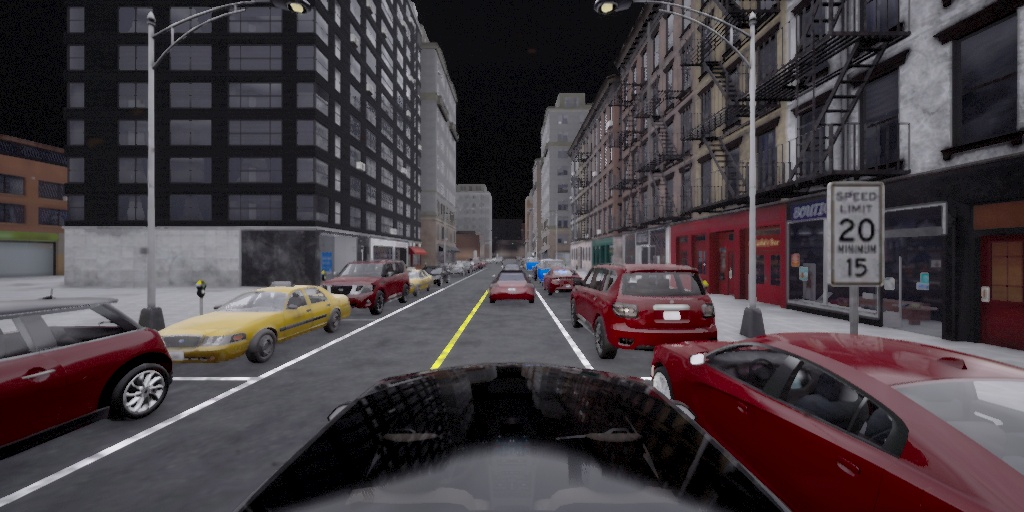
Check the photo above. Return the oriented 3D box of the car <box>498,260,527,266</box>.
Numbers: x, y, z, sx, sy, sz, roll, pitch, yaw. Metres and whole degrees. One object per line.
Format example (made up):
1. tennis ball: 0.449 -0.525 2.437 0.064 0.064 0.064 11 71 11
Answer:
1. car: 0.000 1.318 31.499 1.994 1.385 4.181 0 0 0

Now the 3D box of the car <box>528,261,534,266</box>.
1. car: 2.638 1.311 29.937 1.948 1.339 4.313 0 0 0

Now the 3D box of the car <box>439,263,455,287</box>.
1. car: -5.388 1.312 24.527 1.948 1.339 4.313 0 0 0

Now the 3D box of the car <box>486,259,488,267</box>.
1. car: -5.387 1.175 56.984 1.967 1.591 4.097 0 0 0

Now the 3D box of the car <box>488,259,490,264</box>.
1. car: -5.387 1.173 62.393 1.967 1.591 4.097 0 0 0

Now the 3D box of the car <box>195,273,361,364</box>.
1. car: -5.388 1.274 8.128 1.751 1.417 4.829 0 0 0

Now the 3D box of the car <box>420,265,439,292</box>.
1. car: -5.388 1.273 18.947 1.751 1.417 4.829 0 0 0

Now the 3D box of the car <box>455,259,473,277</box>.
1. car: -5.387 1.293 35.346 2.007 1.370 4.403 0 0 0

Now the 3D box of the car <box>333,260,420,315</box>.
1. car: -5.388 1.063 13.708 2.192 1.841 5.009 0 0 0

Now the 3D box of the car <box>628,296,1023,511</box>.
1. car: 2.638 1.294 2.889 1.888 1.381 4.507 0 0 0

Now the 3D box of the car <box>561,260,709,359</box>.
1. car: 2.638 1.063 8.298 2.192 1.841 5.009 0 0 0

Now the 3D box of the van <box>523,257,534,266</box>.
1. van: 2.638 1.080 46.165 1.690 1.789 3.998 0 0 0

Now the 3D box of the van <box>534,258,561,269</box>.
1. van: 2.638 1.087 24.528 1.690 1.789 3.998 0 0 0

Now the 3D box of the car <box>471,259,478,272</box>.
1. car: -5.387 1.307 40.756 1.948 1.339 4.313 0 0 0

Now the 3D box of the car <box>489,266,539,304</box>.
1. car: 0.000 1.321 16.499 1.994 1.385 4.181 0 0 0

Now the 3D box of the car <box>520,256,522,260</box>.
1. car: 2.638 1.175 56.984 1.967 1.591 4.097 0 0 0

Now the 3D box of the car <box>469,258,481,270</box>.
1. car: -5.387 1.321 46.165 1.802 1.307 4.207 0 0 0

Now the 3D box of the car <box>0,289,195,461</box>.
1. car: -5.388 1.188 2.889 1.967 1.591 4.097 0 0 0

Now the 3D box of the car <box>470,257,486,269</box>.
1. car: -5.387 1.052 51.574 2.192 1.841 5.009 0 0 0

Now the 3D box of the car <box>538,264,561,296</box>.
1. car: 2.638 1.293 19.117 1.888 1.381 4.507 0 0 0
